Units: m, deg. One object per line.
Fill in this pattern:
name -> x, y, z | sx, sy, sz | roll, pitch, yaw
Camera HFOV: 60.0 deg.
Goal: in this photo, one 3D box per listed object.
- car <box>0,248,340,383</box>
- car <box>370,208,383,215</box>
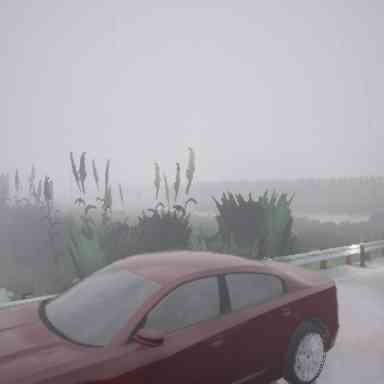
car -> -0.339, 1.481, 3.783 | 5.008, 1.535, 1.882 | 0, 0, -36
car -> 15.470, 1.725, 24.082 | 4.674, 1.442, 1.812 | 0, 1, 44
